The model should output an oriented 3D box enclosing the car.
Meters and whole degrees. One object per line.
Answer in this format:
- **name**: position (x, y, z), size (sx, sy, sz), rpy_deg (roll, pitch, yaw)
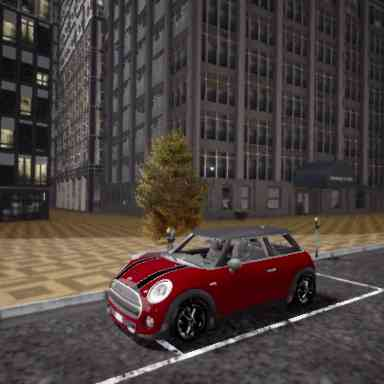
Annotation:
- **car**: position (0.486, 1.441, 6.377), size (4.097, 1.590, 1.967), rpy_deg (0, 1, -35)
